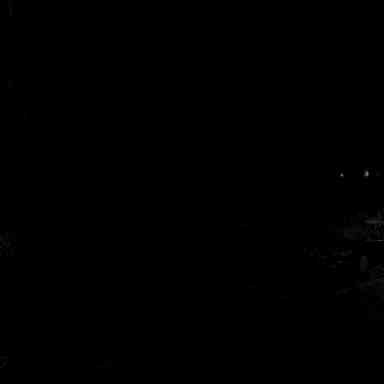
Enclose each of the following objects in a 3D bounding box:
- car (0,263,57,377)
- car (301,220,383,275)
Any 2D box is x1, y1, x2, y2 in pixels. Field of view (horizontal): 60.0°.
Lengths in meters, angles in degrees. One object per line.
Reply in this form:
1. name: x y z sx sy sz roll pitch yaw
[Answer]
1. car: -3.876 1.563 3.880 4.313 1.339 1.947 0 0 -36
2. car: 5.242 1.573 10.417 4.403 1.369 2.008 0 0 -36
